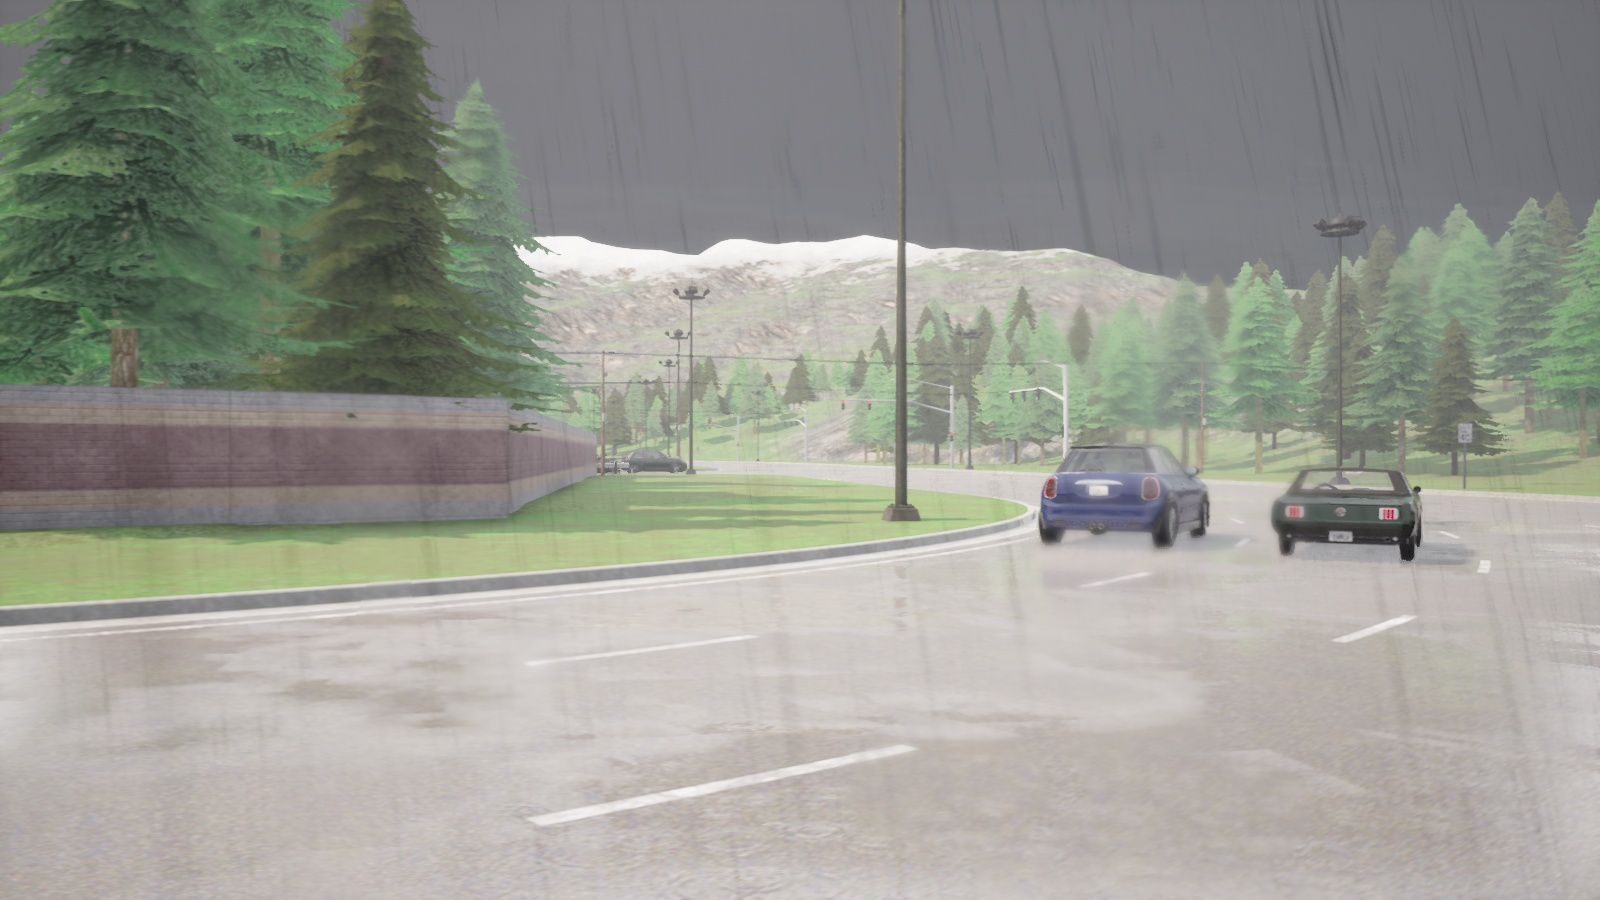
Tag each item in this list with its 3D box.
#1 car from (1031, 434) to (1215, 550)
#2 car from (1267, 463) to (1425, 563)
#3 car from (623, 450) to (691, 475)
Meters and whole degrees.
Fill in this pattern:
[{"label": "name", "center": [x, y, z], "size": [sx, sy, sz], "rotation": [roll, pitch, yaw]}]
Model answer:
[{"label": "car", "center": [5.686, 0.651, 21.659], "size": [2.097, 1.767, 4.553], "rotation": [0, 0, 27]}, {"label": "car", "center": [8.541, 0.879, 19.409], "size": [1.895, 1.301, 4.718], "rotation": [0, 0, 28]}, {"label": "car", "center": [-10.154, 0.877, 89.025], "size": [4.553, 1.767, 2.097], "rotation": [0, 0, -14]}]
